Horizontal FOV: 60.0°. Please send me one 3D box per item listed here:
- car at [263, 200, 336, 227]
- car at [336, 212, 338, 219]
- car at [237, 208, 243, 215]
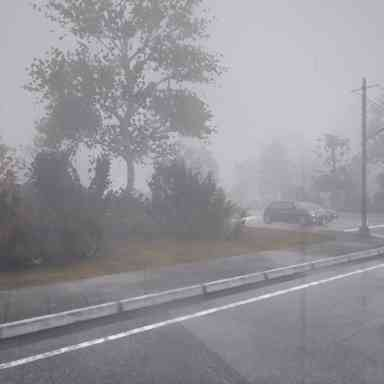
[{"bbox_3d":[7.313,1.426,23.643,2.097,1.767,4.553,0,-1,-38],"label":"car"},{"bbox_3d":[9.212,1.594,26.889,1.837,1.490,4.892,0,-1,-42],"label":"car"},{"bbox_3d":[3.501,1.781,33.716,1.994,1.385,4.181,0,-1,-42],"label":"car"}]
